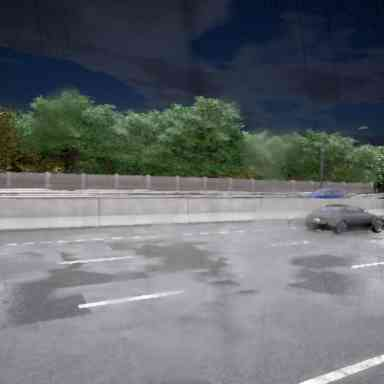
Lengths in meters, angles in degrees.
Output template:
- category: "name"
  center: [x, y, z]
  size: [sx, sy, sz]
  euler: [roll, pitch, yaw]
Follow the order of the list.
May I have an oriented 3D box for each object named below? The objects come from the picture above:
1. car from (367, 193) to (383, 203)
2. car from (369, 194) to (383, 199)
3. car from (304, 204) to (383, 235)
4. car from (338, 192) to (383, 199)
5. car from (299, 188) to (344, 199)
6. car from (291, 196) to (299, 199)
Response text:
- category: "car"
  center: [29.861, 0.891, 51.986]
  size: [4.892, 1.490, 1.837]
  euler: [0, 2, -27]
- category: "car"
  center: [21.862, 1.197, 36.084]
  size: [4.718, 1.301, 1.895]
  euler: [1, 2, -27]
- category: "car"
  center: [7.779, 1.319, 16.921]
  size: [4.181, 1.385, 1.994]
  euler: [1, 2, -27]
- category: "car"
  center: [19.815, 1.010, 38.959]
  size: [4.674, 1.442, 1.812]
  euler: [1, 2, -27]
- category: "car"
  center: [16.515, 0.583, 41.190]
  size: [5.566, 2.045, 2.150]
  euler: [1, 2, -27]
- category: "car"
  center: [15.481, 0.859, 44.593]
  size: [4.718, 1.301, 1.895]
  euler: [1, 2, -27]
